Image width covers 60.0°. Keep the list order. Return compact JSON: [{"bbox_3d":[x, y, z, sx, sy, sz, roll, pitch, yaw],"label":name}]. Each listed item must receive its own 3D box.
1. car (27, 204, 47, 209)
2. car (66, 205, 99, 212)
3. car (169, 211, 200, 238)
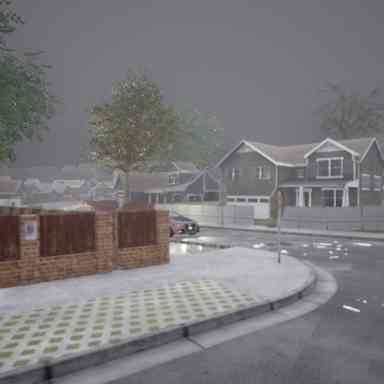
[{"bbox_3d":[-19.221,2.149,41.128,1.895,1.301,4.718,1,-1,-31],"label":"car"},{"bbox_3d":[-8.752,1.801,26.711,1.882,1.535,5.008,1,-1,-40],"label":"car"},{"bbox_3d":[-1.517,1.762,19.100,4.181,1.385,1.994,-1,-1,44],"label":"car"}]
